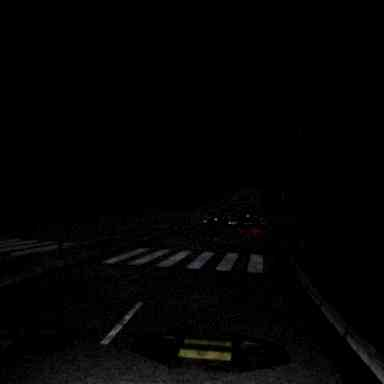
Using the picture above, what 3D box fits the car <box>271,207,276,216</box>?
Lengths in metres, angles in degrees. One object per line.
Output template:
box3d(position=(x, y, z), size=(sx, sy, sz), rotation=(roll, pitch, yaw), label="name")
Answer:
box3d(position=(13.679, 3.301, 45.670), size=(4.792, 1.488, 2.163), rotation=(1, -2, 11), label="car")

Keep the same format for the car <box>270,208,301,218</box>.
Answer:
box3d(position=(15.842, 3.588, 56.470), size=(4.892, 1.521, 2.231), rotation=(1, -1, 11), label="car")

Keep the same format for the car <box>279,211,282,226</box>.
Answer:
box3d(position=(10.530, 2.719, 29.446), size=(4.792, 1.488, 2.163), rotation=(1, -2, 11), label="car")

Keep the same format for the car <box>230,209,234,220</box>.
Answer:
box3d(position=(5.219, 3.186, 47.884), size=(1.837, 1.490, 4.892), rotation=(1, -1, 12), label="car")

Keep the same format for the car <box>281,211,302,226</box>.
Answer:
box3d(position=(9.975, 2.579, 26.755), size=(4.892, 1.521, 2.231), rotation=(1, -2, 11), label="car")

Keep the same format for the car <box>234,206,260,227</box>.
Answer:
box3d(position=(5.924, 2.514, 34.826), size=(2.150, 2.045, 5.566), rotation=(1, -2, 11), label="car")

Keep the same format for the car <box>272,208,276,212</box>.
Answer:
box3d(position=(13.176, 3.222, 42.959), size=(4.674, 1.452, 2.002), rotation=(1, -2, 11), label="car")

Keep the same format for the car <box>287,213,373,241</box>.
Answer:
box3d(position=(8.894, 2.354, 21.358), size=(4.892, 1.521, 2.231), rotation=(1, -2, 11), label="car")

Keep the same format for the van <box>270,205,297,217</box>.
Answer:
box3d(position=(16.273, 3.429, 59.201), size=(4.442, 1.987, 1.878), rotation=(1, -1, 11), label="van")

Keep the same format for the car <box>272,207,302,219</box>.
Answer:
box3d(position=(15.309, 3.392, 53.901), size=(4.553, 1.767, 2.185), rotation=(1, -1, 11), label="car")

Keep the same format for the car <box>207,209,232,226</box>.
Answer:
box3d(position=(2.833, 2.828, 35.927), size=(1.994, 1.385, 4.181), rotation=(1, -2, 11), label="car")

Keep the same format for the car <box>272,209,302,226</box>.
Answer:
box3d(position=(10.855, 2.788, 32.194), size=(5.366, 1.575, 1.946), rotation=(1, -2, 11), label="car")

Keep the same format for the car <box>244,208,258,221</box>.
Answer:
box3d(position=(8.632, 3.239, 48.368), size=(1.882, 1.535, 5.008), rotation=(1, -1, 12), label="car")

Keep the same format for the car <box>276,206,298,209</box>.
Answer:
box3d(position=(12.077, 2.871, 37.563), size=(4.553, 1.767, 2.185), rotation=(1, -2, 11), label="car")

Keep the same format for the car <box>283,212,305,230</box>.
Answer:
box3d(position=(9.430, 2.467, 24.059), size=(5.008, 1.535, 2.097), rotation=(1, -2, 11), label="car")
